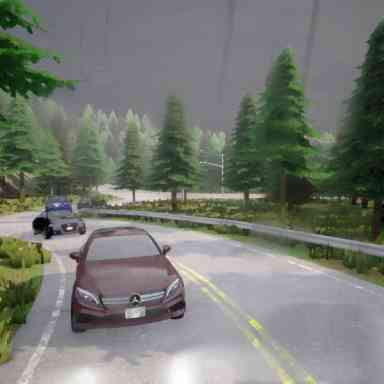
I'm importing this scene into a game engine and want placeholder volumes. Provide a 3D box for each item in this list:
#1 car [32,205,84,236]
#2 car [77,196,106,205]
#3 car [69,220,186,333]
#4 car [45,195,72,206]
[{"bbox_3d":[-7.355,1.668,18.239,1.994,1.385,4.181,-4,2,-38],"label":"car"},{"bbox_3d":[-12.762,1.289,42.834,2.097,1.767,4.553,2,2,13],"label":"car"},{"bbox_3d":[-1.529,1.523,7.112,1.812,1.442,4.674,-2,0,-17],"label":"car"},{"bbox_3d":[-12.895,1.326,32.241,2.150,2.045,5.566,-1,0,-18],"label":"car"}]
